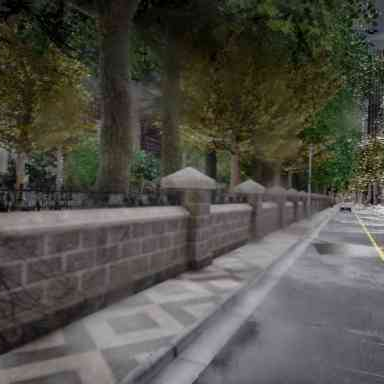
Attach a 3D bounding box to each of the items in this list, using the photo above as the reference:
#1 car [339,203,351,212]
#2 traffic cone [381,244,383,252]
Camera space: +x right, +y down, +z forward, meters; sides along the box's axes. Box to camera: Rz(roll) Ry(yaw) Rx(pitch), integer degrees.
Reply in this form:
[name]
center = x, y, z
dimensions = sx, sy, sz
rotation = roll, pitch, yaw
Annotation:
[car]
center = 28.022, 2.839, 60.721
dimensions = 1.882, 1.535, 5.008
rotation = 2, -1, 25
[traffic cone]
center = 8.518, 2.340, 14.649
dimensions = 0.340, 0.580, 0.340
rotation = 2, -1, 25
